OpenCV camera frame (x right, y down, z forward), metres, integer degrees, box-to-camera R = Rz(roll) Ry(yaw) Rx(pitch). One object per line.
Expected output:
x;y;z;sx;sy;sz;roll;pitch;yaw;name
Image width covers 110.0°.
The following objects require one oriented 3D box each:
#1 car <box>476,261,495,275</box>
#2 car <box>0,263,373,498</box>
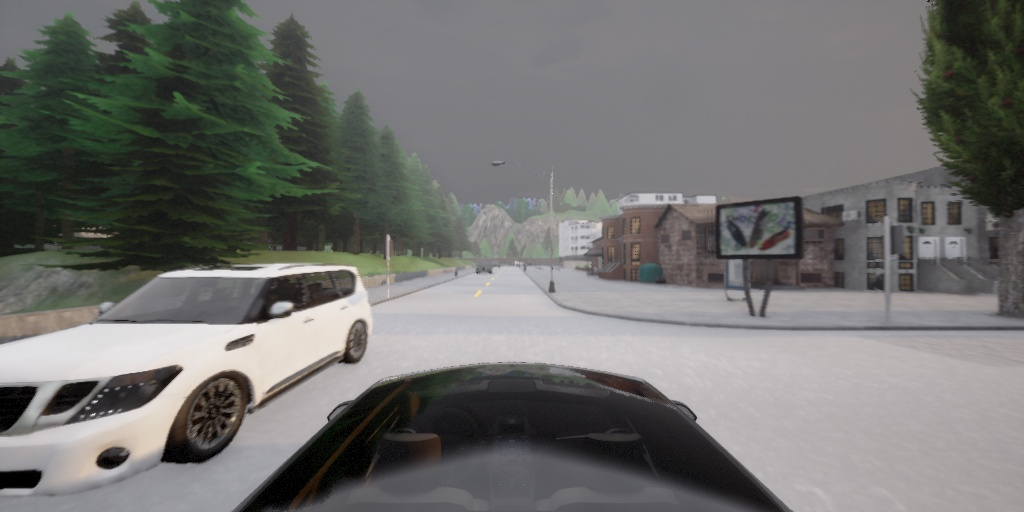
-3.993;1.758;52.084;2.150;2.045;5.566;0;1;0;car
-3.997;1.145;5.330;2.150;2.045;5.566;0;-1;0;car
